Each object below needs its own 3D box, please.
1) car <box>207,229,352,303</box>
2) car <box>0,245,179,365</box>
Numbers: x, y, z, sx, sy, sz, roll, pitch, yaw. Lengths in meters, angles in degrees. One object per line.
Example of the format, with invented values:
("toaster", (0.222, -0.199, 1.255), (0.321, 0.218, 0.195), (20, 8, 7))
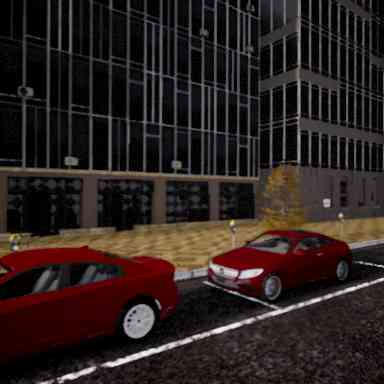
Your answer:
("car", (2.316, 1.598, 8.208), (4.206, 1.307, 1.802), (0, 0, -35))
("car", (-2.320, 1.547, 4.902), (4.507, 1.381, 1.887), (0, 0, -35))
